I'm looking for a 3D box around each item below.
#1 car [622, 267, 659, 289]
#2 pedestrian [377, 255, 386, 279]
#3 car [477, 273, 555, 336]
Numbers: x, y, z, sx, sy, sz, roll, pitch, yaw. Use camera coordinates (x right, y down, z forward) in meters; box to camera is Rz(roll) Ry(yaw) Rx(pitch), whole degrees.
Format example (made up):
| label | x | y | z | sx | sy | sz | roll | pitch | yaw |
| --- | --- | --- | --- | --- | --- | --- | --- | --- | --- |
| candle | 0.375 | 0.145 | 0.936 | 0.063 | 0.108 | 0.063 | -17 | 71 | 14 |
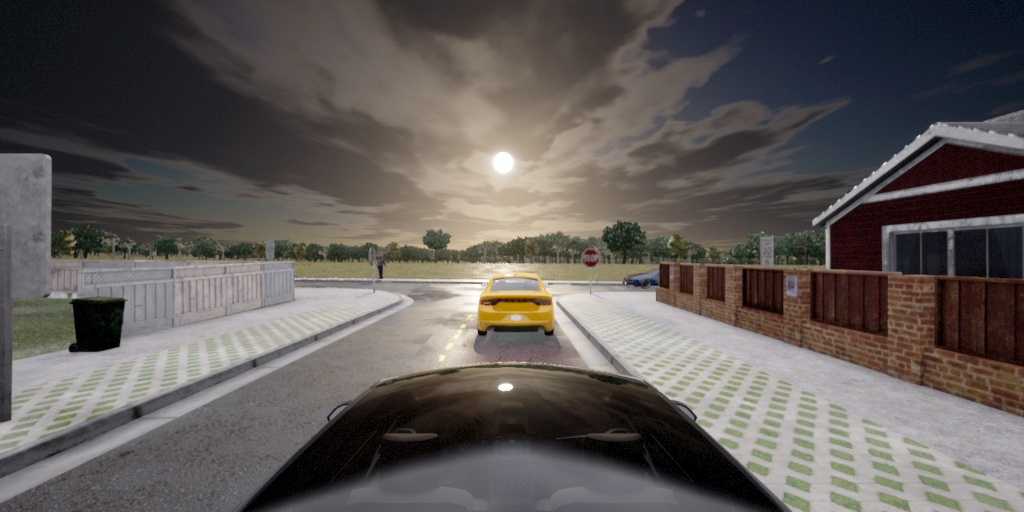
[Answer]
| label | x | y | z | sx | sy | sz | roll | pitch | yaw |
| --- | --- | --- | --- | --- | --- | --- | --- | --- | --- |
| car | 10.197 | 1.443 | 23.810 | 5.357 | 1.411 | 2.033 | 1 | 0 | 0 |
| pedestrian | -9.720 | 0.807 | 26.577 | 0.375 | 1.860 | 0.375 | 0 | -1 | 0 |
| car | 0.092 | 1.225 | 10.468 | 1.882 | 1.535 | 5.008 | 0 | 0 | 0 |
